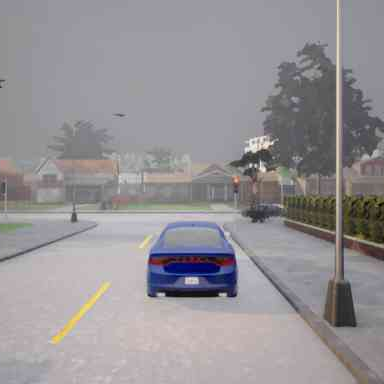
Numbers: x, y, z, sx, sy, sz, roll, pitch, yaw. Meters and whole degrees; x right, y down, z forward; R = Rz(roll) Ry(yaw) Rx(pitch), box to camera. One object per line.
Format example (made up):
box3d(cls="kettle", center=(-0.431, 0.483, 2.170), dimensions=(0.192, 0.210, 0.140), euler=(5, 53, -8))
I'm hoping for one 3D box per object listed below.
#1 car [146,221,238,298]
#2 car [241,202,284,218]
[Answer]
box3d(cls="car", center=(0.017, 1.478, 8.584), dimensions=(1.882, 1.535, 5.008), euler=(0, 0, 0))
box3d(cls="car", center=(6.423, 1.564, 29.057), dimensions=(4.181, 1.385, 1.994), euler=(0, 0, 0))
